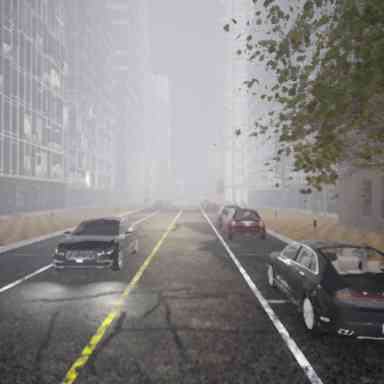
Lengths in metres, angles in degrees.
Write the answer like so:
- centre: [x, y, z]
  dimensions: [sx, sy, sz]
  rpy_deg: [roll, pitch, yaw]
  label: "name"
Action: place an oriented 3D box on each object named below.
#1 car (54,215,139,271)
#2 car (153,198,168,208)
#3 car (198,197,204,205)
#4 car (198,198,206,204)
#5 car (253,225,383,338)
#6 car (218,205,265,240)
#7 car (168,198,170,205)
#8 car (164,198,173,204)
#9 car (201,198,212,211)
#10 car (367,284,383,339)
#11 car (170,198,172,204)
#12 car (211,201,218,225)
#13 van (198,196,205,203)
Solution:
- centre: [-3.003, 1.608, 11.316]
  dimensions: [1.837, 1.490, 4.892]
  rpy_deg: [0, 0, 0]
  label: "car"
- centre: [-5.705, 2.029, 57.875]
  dimensions: [1.887, 1.381, 4.507]
  rpy_deg: [0, 0, 0]
  label: "car"
- centre: [2.674, 2.093, 63.563]
  dimensions: [1.947, 1.339, 4.313]
  rpy_deg: [0, 0, 0]
  label: "car"
- centre: [2.668, 2.256, 86.331]
  dimensions: [1.947, 1.339, 4.313]
  rpy_deg: [0, 0, 0]
  label: "car"
- centre: [2.689, 1.613, 6.641]
  dimensions: [2.008, 1.369, 4.403]
  rpy_deg: [0, -1, 0]
  label: "car"
- centre: [2.686, 1.601, 18.026]
  dimensions: [1.967, 1.590, 4.097]
  rpy_deg: [0, 0, 0]
  label: "car"
- centre: [-5.707, 2.109, 63.568]
  dimensions: [1.802, 1.307, 4.206]
  rpy_deg: [0, 0, 0]
  label: "car"
- centre: [-5.712, 2.217, 80.645]
  dimensions: [1.947, 1.339, 4.313]
  rpy_deg: [0, 0, 0]
  label: "car"
- centre: [2.679, 1.942, 46.487]
  dimensions: [1.887, 1.381, 4.507]
  rpy_deg: [0, 0, 0]
  label: "car"
- centre: [2.691, 1.561, 0.948]
  dimensions: [2.008, 1.369, 4.403]
  rpy_deg: [0, -1, 0]
  label: "car"
- centre: [-5.710, 2.155, 74.953]
  dimensions: [1.887, 1.381, 4.507]
  rpy_deg: [0, 0, 0]
  label: "car"
- centre: [2.684, 1.649, 23.718]
  dimensions: [1.967, 1.590, 4.097]
  rpy_deg: [0, 0, 0]
  label: "car"
- centre: [2.667, 2.071, 92.026]
  dimensions: [1.690, 1.788, 3.998]
  rpy_deg: [0, 0, 0]
  label: "van"
